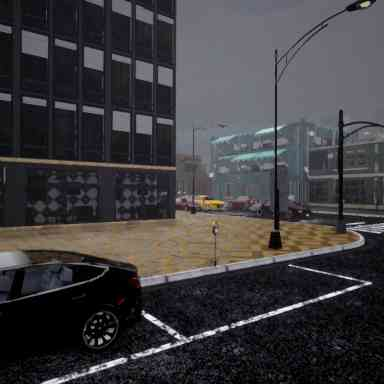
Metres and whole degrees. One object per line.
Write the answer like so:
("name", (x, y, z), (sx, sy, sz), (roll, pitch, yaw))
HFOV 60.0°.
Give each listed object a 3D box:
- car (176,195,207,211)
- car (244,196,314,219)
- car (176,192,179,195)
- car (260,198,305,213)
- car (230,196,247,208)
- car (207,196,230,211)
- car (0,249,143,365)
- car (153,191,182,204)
("car", (-0.783, 1.230, 33.673), (1.802, 1.307, 4.206), (1, 0, -36))
("car", (7.155, 1.331, 27.206), (2.033, 1.411, 5.357), (0, 1, -36))
("car", (-0.577, 1.100, 47.573), (2.008, 1.369, 4.403), (1, 0, -36))
("car", (9.256, 1.340, 34.150), (1.802, 1.307, 4.206), (1, 0, -36))
("car", (5.980, 1.130, 38.626), (1.967, 1.590, 4.097), (1, 0, -36))
("car", (1.378, 1.140, 35.107), (1.882, 1.535, 5.008), (0, 1, -36))
("car", (-2.770, 1.566, 4.579), (4.313, 1.339, 1.947), (0, 0, -35))
("car", (-3.849, 0.793, 52.047), (2.192, 1.841, 5.009), (1, 0, -36))
